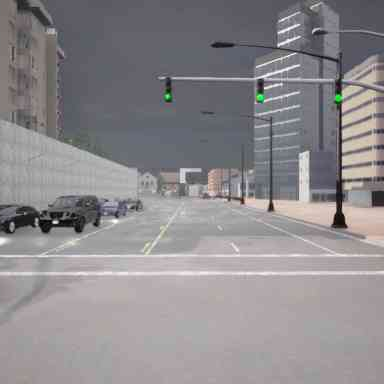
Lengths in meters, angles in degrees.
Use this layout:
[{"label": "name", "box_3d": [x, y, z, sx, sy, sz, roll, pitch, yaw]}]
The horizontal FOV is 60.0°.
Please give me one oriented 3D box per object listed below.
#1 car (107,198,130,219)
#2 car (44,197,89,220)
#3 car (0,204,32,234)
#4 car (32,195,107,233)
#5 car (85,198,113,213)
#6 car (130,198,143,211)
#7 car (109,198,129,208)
[{"label": "car", "box_3d": [-7.117, 1.526, 29.696, 1.812, 1.442, 4.674, 0, 0, 0]}, {"label": "car", "box_3d": [-10.617, 1.352, 28.491, 2.097, 1.767, 4.553, 0, 0, 0]}, {"label": "car", "box_3d": [-10.612, 1.505, 19.423, 1.837, 1.490, 4.892, 0, 0, 0]}, {"label": "car", "box_3d": [-7.109, 1.221, 20.056, 2.150, 2.045, 5.566, 0, 0, 0]}, {"label": "car", "box_3d": [-10.617, 1.505, 38.309, 1.837, 1.490, 4.892, 0, 0, 0]}, {"label": "car", "box_3d": [-7.115, 1.491, 40.039, 2.128, 1.511, 4.902, 0, 0, 0]}, {"label": "car", "box_3d": [-10.586, 1.601, 48.369, 1.895, 1.301, 4.718, 0, 0, 0]}]
